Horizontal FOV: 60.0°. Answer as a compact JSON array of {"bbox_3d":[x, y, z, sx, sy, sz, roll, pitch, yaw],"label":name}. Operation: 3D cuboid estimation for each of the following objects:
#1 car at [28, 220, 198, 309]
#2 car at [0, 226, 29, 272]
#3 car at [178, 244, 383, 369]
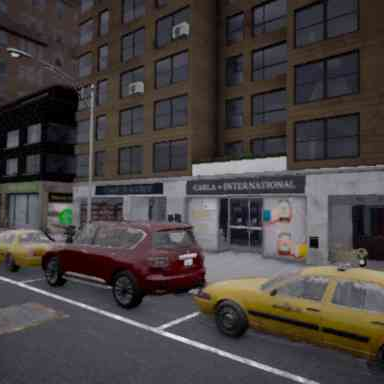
[{"bbox_3d":[-1.962,1.668,8.818,5.009,1.841,2.192,-1,-3,38],"label":"car"},{"bbox_3d":[-6.435,1.958,12.335,4.829,1.417,1.752,-1,-3,38],"label":"car"},{"bbox_3d":[2.238,1.803,5.495,4.829,1.417,1.752,-1,-3,38],"label":"car"}]
